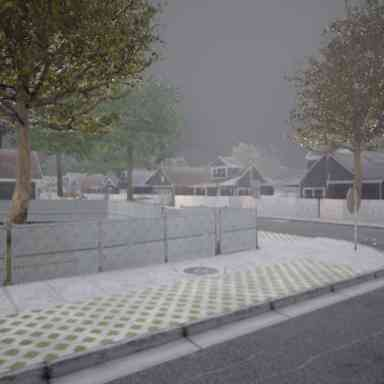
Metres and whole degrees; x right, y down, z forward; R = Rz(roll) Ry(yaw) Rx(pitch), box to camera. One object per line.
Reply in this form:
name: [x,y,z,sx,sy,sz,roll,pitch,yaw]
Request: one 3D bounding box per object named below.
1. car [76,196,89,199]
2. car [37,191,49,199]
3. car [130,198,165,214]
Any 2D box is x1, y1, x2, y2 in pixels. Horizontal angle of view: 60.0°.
car: [-16.011,1.304,48.738,2.033,1.411,5.357,0,0,-36]
car: [-37.244,1.091,83.234,2.128,1.511,4.902,0,0,-36]
car: [-4.500,1.312,32.439,1.882,1.535,5.008,0,0,-35]
